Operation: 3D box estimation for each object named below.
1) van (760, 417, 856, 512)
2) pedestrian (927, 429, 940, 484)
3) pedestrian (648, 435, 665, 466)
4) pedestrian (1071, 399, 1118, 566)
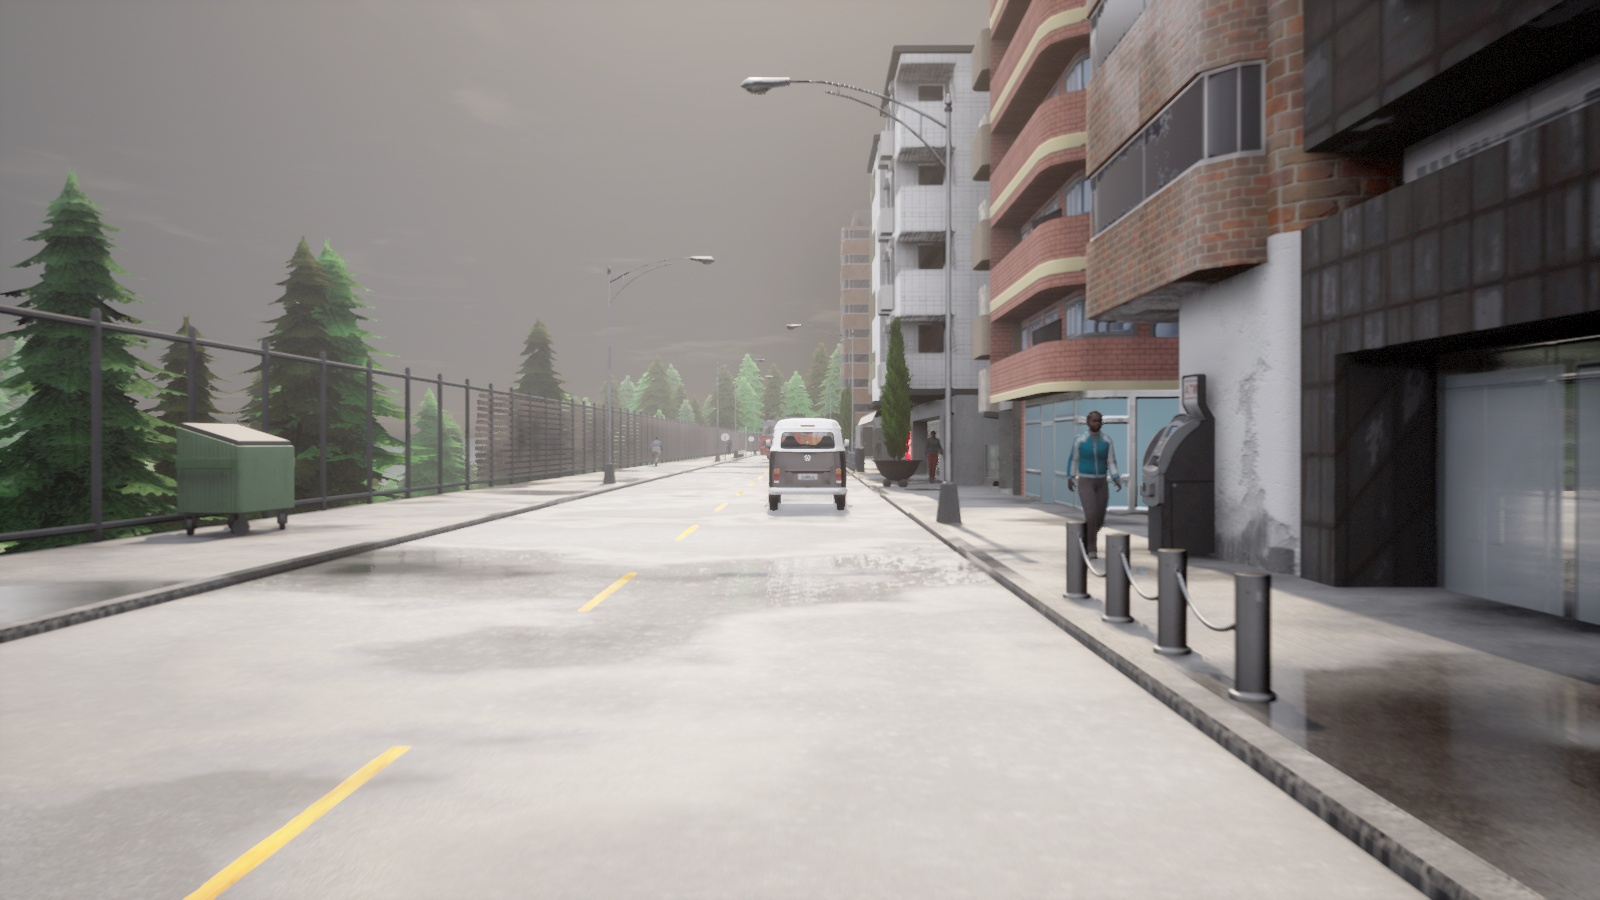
[{"bbox_3d":[0.178,0.305,29.293,2.069,2.038,4.480,0,0,0],"label":"van"},{"bbox_3d":[4.550,0.219,42.823,0.353,1.847,0.614,0,0,0],"label":"pedestrian"},{"bbox_3d":[-8.537,0.029,74.646,0.874,1.855,0.900,0,0,3],"label":"pedestrian"},{"bbox_3d":[3.493,0.375,14.925,0.396,1.930,0.692,0,0,0],"label":"pedestrian"}]
